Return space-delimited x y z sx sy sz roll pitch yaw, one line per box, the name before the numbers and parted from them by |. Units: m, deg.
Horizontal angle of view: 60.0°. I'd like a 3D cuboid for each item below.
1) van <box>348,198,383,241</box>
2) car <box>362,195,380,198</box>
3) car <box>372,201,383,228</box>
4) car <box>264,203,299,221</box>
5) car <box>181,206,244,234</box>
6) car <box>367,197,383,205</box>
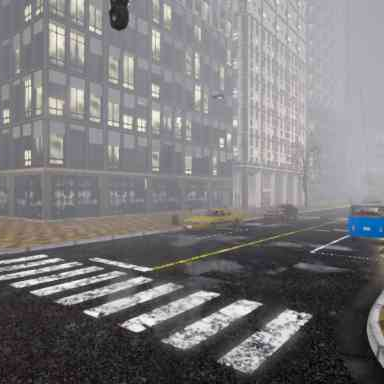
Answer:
van | 8.719 1.366 15.900 1.690 1.788 3.998 0 0 38
car | 31.179 1.376 58.207 2.192 1.841 5.009 0 0 38
car | 13.679 1.470 22.531 1.967 1.590 4.097 0 0 38
car | 7.433 1.598 27.336 1.802 1.307 4.206 0 0 38
car | 1.328 1.534 19.611 1.752 1.417 4.829 0 0 38
car | 34.571 1.620 62.617 2.008 1.369 4.403 0 0 38
